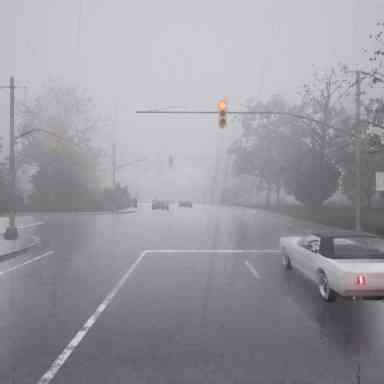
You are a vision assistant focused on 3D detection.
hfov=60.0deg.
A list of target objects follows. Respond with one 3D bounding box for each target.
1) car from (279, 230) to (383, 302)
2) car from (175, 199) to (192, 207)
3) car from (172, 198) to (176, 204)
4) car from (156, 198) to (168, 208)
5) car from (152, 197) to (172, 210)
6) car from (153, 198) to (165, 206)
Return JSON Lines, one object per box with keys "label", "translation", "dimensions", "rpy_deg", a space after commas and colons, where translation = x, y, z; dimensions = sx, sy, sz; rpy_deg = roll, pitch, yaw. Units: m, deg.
{"label": "car", "translation": [3.596, 1.601, 8.196], "dimensions": [1.895, 1.301, 4.718], "rpy_deg": [0, 0, 0]}
{"label": "car", "translation": [-1.208, 1.830, 54.386], "dimensions": [1.895, 1.301, 4.718], "rpy_deg": [0, -1, -6]}
{"label": "car", "translation": [-4.462, 2.359, 83.071], "dimensions": [2.128, 1.511, 4.902], "rpy_deg": [0, -1, -22]}
{"label": "car", "translation": [-4.843, 1.721, 53.207], "dimensions": [1.837, 1.490, 4.892], "rpy_deg": [0, -1, -7]}
{"label": "car", "translation": [-4.059, 1.425, 43.105], "dimensions": [2.097, 1.767, 4.553], "rpy_deg": [0, -1, -3]}
{"label": "car", "translation": [-6.302, 1.914, 63.511], "dimensions": [1.882, 1.535, 5.008], "rpy_deg": [0, -1, -10]}
